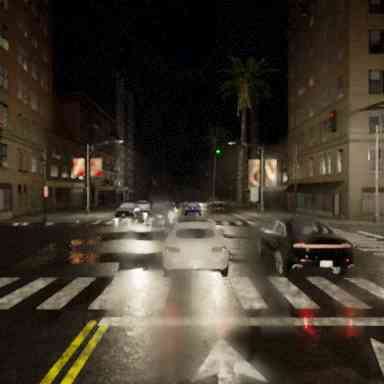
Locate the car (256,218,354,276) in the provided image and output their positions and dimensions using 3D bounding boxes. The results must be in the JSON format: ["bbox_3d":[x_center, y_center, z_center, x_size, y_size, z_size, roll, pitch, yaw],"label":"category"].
[{"bbox_3d":[3.351,1.593,10.725,2.128,1.511,4.902,0,0,0],"label":"car"}]

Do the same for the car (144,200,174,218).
[{"bbox_3d":[-3.353,1.844,34.698,2.033,1.411,5.357,0,0,0],"label":"car"}]

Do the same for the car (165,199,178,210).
[{"bbox_3d":[-3.309,1.977,44.289,1.895,1.301,4.718,0,0,0],"label":"car"}]

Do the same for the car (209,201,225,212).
[{"bbox_3d":[3.339,1.868,44.223,2.128,1.511,4.902,0,0,0],"label":"car"}]

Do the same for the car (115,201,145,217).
[{"bbox_3d":[-6.603,1.844,34.699,2.033,1.411,5.357,0,0,0],"label":"car"}]

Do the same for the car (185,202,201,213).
[{"bbox_3d":[0.090,1.880,38.913,2.033,1.411,5.357,0,0,0],"label":"car"}]

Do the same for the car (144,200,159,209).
[{"bbox_3d":[-6.513,2.016,54.023,1.994,1.385,4.181,0,0,0],"label":"car"}]

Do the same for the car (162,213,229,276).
[{"bbox_3d":[0.094,1.628,10.613,1.812,1.442,4.674,0,0,0],"label":"car"}]

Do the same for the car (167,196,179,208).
[{"bbox_3d":[-3.263,1.682,55.068,2.150,2.045,5.566,0,0,0],"label":"car"}]
